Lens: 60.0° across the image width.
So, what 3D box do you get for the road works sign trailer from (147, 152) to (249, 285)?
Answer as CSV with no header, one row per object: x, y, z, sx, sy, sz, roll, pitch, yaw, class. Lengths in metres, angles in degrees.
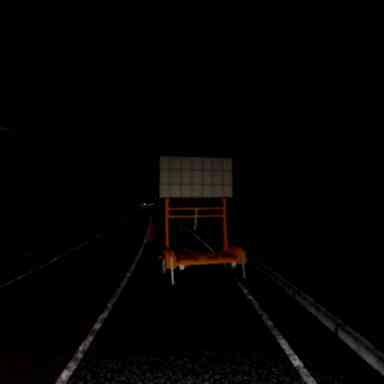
0.092,0.617,10.171,2.380,3.560,2.880,0,-1,-16,road works sign trailer

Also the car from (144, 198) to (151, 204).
-12.069,2.432,89.971,1.812,1.442,4.674,0,1,-6,car
